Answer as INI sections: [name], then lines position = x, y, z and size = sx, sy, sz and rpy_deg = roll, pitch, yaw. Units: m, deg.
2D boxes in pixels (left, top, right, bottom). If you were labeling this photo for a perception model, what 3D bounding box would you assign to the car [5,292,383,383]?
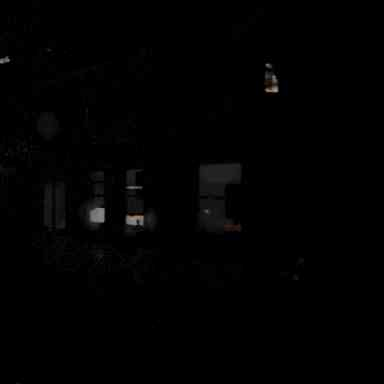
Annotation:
[car]
position = 0.240, 1.565, 2.703
size = 4.313, 1.339, 1.947
rpy_deg = 0, 0, 36
